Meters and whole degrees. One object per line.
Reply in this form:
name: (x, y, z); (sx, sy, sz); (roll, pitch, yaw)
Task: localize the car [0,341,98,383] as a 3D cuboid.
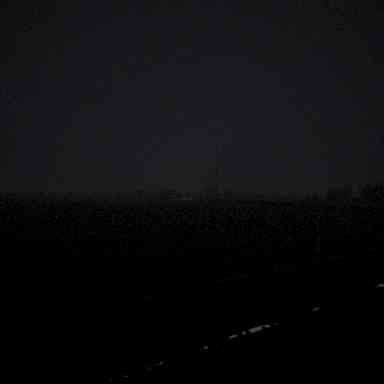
car: (-2.391, 1.573, 1.363); (4.181, 1.385, 1.994); (0, 0, -35)

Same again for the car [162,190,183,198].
car: (-3.610, 0.314, 60.595); (1.882, 1.535, 5.008); (-2, 2, -35)
